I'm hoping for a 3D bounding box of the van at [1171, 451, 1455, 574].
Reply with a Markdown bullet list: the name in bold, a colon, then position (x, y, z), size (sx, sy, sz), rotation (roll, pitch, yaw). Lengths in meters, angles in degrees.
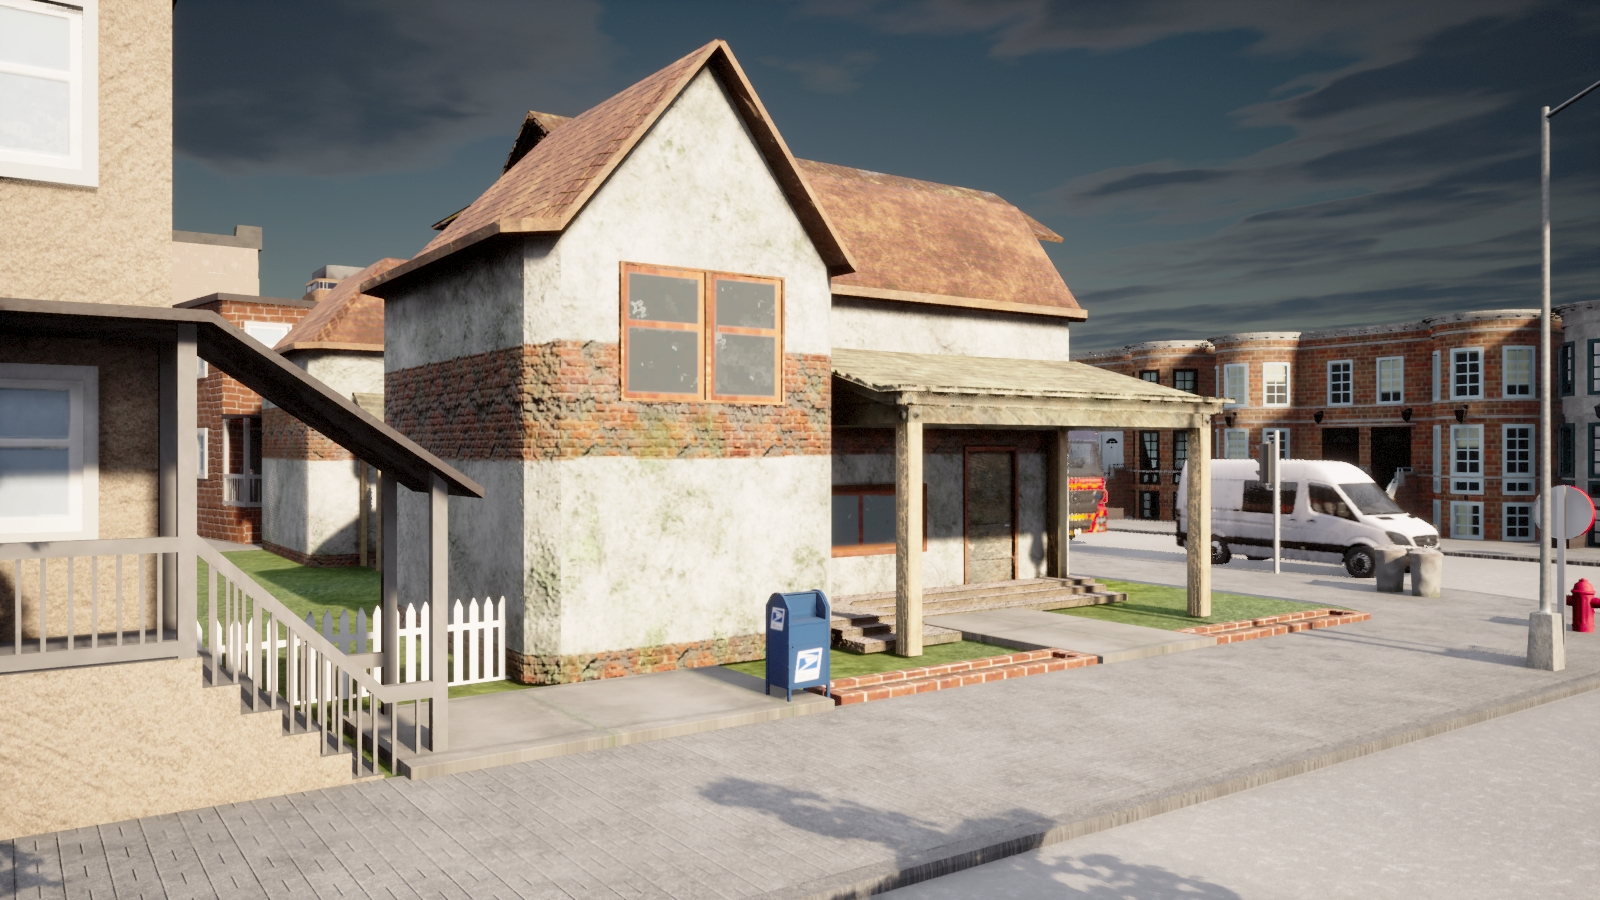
- **van**: position (11.841, 1.304, 26.878), size (1.988, 2.561, 5.915), rotation (0, 0, -35)
